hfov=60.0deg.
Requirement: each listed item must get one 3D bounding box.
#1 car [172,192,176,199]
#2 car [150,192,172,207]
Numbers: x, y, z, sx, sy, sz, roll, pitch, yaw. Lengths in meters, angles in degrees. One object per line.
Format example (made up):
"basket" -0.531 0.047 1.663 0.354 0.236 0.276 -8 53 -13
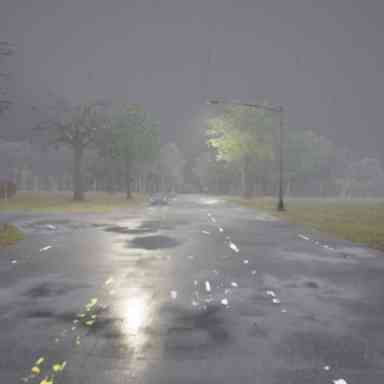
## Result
"car" -4.476 0.696 74.135 1.837 1.490 4.892 0 1 -1
"car" -4.011 0.863 41.233 2.097 1.767 4.553 0 1 -1
